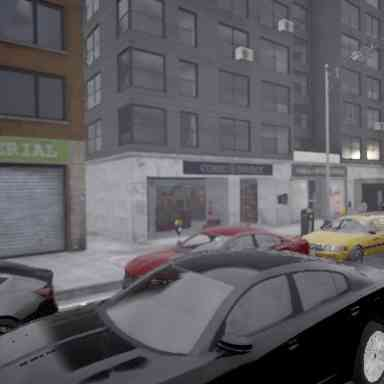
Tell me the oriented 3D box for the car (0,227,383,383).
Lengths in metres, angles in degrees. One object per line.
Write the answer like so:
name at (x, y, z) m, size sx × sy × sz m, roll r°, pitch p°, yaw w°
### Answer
car at (0.331, 1.435, 3.618) m, size 5.008 × 1.535 × 1.882 m, roll -1°, pitch 1°, yaw -36°

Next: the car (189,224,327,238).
car at (0.719, 1.456, 7.284) m, size 4.507 × 1.381 × 1.887 m, roll -1°, pitch 1°, yaw -36°

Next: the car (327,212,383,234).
car at (5.192, 1.332, 10.481) m, size 4.829 × 1.417 × 1.752 m, roll -1°, pitch 1°, yaw -36°
